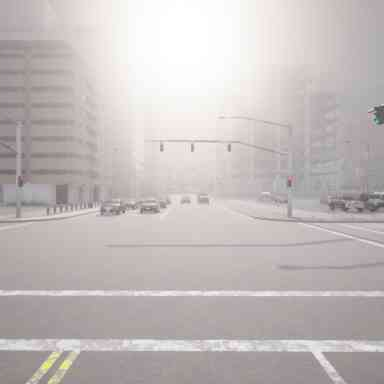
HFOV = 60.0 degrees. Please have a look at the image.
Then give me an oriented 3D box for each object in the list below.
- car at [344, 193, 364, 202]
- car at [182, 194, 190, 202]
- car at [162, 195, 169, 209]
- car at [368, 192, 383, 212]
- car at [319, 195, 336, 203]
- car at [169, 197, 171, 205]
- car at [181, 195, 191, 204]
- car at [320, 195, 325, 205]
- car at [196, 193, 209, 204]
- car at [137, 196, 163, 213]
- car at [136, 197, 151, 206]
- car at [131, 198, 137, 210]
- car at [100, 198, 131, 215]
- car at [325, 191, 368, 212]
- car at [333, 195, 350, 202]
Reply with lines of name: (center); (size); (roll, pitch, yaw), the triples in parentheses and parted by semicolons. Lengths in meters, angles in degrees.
car: (33.352, 1.153, 68.490); (1.932, 1.855, 4.605); (0, 0, 0)
car: (-1.311, 1.304, 74.454); (1.882, 1.535, 5.008); (0, 0, 0)
car: (-4.666, 1.352, 46.053); (2.097, 1.767, 4.553); (0, 0, -1)
car: (19.463, 1.156, 35.801); (1.905, 1.878, 3.866); (0, 0, 0)
car: (27.773, 1.395, 68.412); (1.970, 1.475, 3.806); (0, 0, 0)
car: (-4.752, 1.351, 58.496); (2.097, 1.767, 4.553); (0, 0, 0)
car: (-1.233, 1.601, 65.383); (1.895, 1.301, 4.718); (0, 0, 0)
car: (22.081, 1.395, 53.281); (1.970, 1.475, 3.806); (0, 0, 0)
car: (2.273, 1.478, 64.710); (1.882, 1.535, 5.008); (0, 0, 0)
car: (-4.590, 1.505, 36.910); (1.837, 1.490, 4.892); (0, 0, 0)
car: (-8.244, 1.563, 56.764); (1.994, 1.385, 4.181); (0, 0, 0)
car: (-8.138, 1.526, 43.434); (1.812, 1.442, 4.674); (0, 0, 0)
car: (-8.067, 1.491, 34.285); (2.128, 1.511, 4.902); (0, 0, 0)
car: (16.569, 1.153, 35.841); (1.932, 1.855, 4.605); (0, 0, 0)
car: (30.669, 1.364, 68.426); (1.784, 1.438, 3.905); (0, 0, 0)
